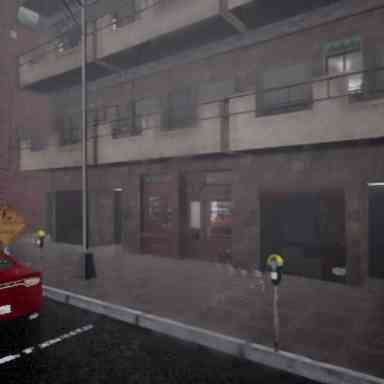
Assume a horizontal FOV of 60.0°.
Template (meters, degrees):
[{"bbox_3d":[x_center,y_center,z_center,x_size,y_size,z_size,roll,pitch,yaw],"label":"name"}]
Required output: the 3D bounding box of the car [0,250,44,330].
[{"bbox_3d":[-4.571,1.610,6.137,4.507,1.381,1.887,-1,-1,35],"label":"car"}]

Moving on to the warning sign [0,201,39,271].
[{"bbox_3d":[-5.349,1.205,9.606,1.060,1.860,1.300,-1,0,35],"label":"warning sign"}]
